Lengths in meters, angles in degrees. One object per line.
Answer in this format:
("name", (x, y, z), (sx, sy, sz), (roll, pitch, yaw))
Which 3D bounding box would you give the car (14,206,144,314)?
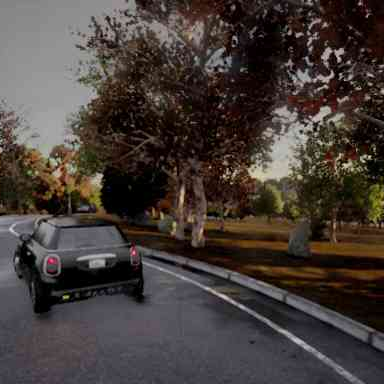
("car", (-2.926, 1.378, 8.074), (2.097, 1.767, 4.553), (0, 0, -32))

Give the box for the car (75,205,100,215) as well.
("car", (-15.874, 2.809, 50.893), (2.033, 1.411, 5.357), (0, -5, 0))
